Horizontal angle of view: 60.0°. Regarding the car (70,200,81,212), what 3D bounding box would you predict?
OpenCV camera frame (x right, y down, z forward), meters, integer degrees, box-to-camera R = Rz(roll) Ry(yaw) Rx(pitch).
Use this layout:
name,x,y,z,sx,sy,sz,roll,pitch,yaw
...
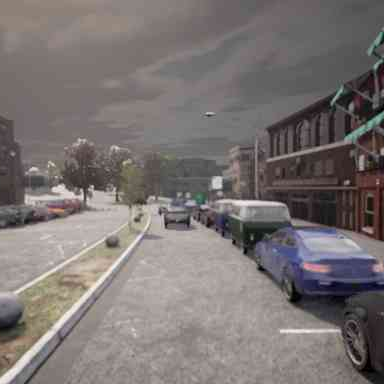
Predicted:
name,x,y,z,sx,sy,sz,roll,pitch,yaw
car,-17.359,2.161,42.910,4.792,1.488,2.163,0,-1,-10

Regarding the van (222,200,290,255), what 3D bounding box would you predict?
name,x,y,z,sx,sy,sz,roll,pitch,yaw
van,2.621,1.361,13.933,1.878,1.987,4.442,0,-1,-2

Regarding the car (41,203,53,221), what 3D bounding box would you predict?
name,x,y,z,sx,sy,sz,roll,pitch,yaw
car,-15.362,1.946,29.538,4.792,1.488,2.163,0,-1,-7

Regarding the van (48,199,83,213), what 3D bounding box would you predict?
name,x,y,z,sx,sy,sz,roll,pitch,yaw
van,-18.270,1.976,48.311,4.442,1.987,1.878,0,-1,-11

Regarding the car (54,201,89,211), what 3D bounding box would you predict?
name,x,y,z,sx,sy,sz,roll,pitch,yaw
car,-19.387,2.269,53.706,4.892,1.521,2.231,0,-1,-11

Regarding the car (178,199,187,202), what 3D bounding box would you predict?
name,x,y,z,sx,sy,sz,roll,pitch,yaw
car,-0.295,2.029,41.032,1.882,1.535,5.008,0,-1,-9

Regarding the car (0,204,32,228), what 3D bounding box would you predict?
name,x,y,z,sx,sy,sz,roll,pitch,yaw
car,-14.769,1.817,24.111,4.892,1.521,2.231,0,-1,-5

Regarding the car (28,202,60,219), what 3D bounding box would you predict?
name,x,y,z,sx,sy,sz,roll,pitch,yaw
car,-15.742,2.004,32.243,4.674,1.452,2.002,0,-1,-7

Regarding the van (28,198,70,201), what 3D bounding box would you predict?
name,x,y,z,sx,sy,sz,roll,pitch,yaw
van,-16.638,1.827,37.634,4.442,1.987,1.878,0,-1,-9

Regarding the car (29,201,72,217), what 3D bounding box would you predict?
name,x,y,z,sx,sy,sz,roll,pitch,yaw
car,-15.933,2.005,34.972,5.366,1.575,1.946,0,-1,-8

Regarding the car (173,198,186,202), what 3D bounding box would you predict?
name,x,y,z,sx,sy,sz,roll,pitch,yaw
car,-1.951,1.917,50.916,2.150,2.045,5.566,0,-1,-10

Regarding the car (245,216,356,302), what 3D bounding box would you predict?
name,x,y,z,sx,sy,sz,roll,pitch,yaw
car,2.846,1.565,8.264,2.002,1.452,4.674,0,0,-2

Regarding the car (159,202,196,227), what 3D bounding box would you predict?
name,x,y,z,sx,sy,sz,roll,pitch,yaw
car,-1.204,1.790,25.095,2.128,1.511,4.902,0,-1,-5

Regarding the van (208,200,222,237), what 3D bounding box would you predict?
name,x,y,z,sx,sy,sz,roll,pitch,yaw
van,2.262,1.444,19.460,1.878,1.987,4.442,0,-1,-4

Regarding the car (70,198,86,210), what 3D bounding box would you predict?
name,x,y,z,sx,sy,sz,roll,pitch,yaw
car,-17.905,1.918,45.587,5.566,2.045,2.435,0,-1,-10

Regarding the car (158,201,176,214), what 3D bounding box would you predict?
name,x,y,z,sx,sy,sz,roll,pitch,yaw
car,-3.336,2.183,42.200,1.895,1.301,4.718,0,-1,-9

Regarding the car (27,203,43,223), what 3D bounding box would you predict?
name,x,y,z,sx,sy,sz,roll,pitch,yaw
car,-15.098,1.897,26.823,4.792,1.488,2.163,0,-1,-6

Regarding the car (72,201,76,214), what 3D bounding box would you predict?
name,x,y,z,sx,sy,sz,roll,pitch,yaw
car,-16.947,2.134,40.327,4.674,1.452,2.002,0,-1,-9

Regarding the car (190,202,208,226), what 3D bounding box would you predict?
name,x,y,z,sx,sy,sz,roll,pitch,yaw
car,1.233,1.860,30.359,2.097,1.535,5.008,0,-1,-6

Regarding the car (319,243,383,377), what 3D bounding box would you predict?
name,x,y,z,sx,sy,sz,roll,pitch,yaw
car,2.984,1.528,2.723,2.002,1.452,4.674,0,0,0

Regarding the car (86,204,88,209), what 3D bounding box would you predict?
name,x,y,z,sx,sy,sz,roll,pitch,yaw
car,-18.920,2.111,50.992,4.553,1.767,2.185,0,-1,-11
